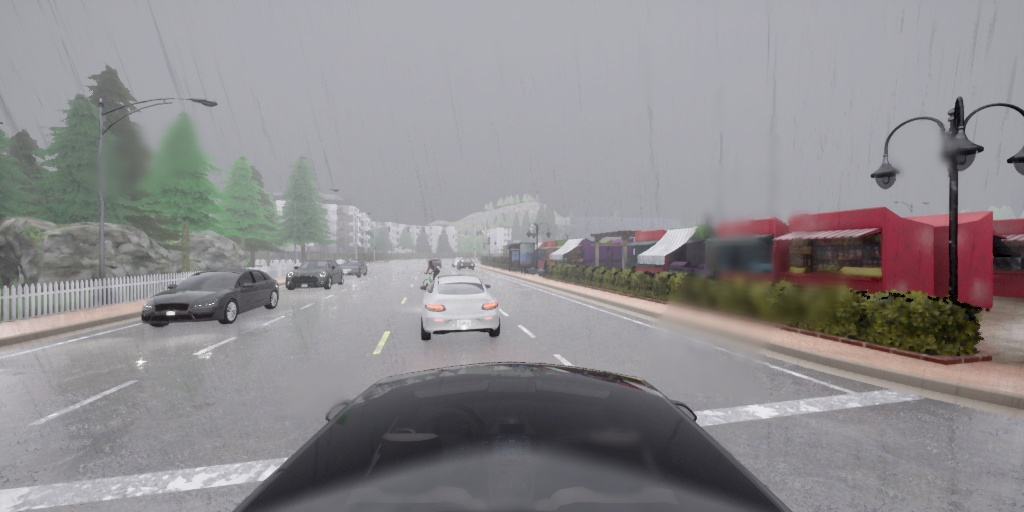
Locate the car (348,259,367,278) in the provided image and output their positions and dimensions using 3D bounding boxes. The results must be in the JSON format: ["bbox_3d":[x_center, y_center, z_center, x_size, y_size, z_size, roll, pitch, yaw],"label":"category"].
[{"bbox_3d":[-13.652,1.033,30.679,2.128,1.511,4.902,0,0,-13],"label":"car"}]

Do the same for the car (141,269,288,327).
[{"bbox_3d":[-9.210,1.190,11.466,1.837,1.490,4.892,0,0,-13],"label":"car"}]

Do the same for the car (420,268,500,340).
[{"bbox_3d":[-1.494,1.225,9.769,1.812,1.442,4.674,0,0,-12],"label":"car"}]

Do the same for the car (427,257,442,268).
[{"bbox_3d":[-10.959,0.898,50.798,1.837,1.490,4.892,0,0,-13],"label":"car"}]

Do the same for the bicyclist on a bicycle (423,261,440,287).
[{"bbox_3d":[-4.349,1.078,19.612,0.582,1.620,1.656,0,1,25],"label":"bicyclist on a bicycle"}]

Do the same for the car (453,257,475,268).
[{"bbox_3d":[-5.712,1.047,43.749,1.895,1.301,4.718,0,0,-13],"label":"car"}]

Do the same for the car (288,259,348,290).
[{"bbox_3d":[-11.433,0.965,21.062,2.097,1.767,4.553,0,0,-13],"label":"car"}]
